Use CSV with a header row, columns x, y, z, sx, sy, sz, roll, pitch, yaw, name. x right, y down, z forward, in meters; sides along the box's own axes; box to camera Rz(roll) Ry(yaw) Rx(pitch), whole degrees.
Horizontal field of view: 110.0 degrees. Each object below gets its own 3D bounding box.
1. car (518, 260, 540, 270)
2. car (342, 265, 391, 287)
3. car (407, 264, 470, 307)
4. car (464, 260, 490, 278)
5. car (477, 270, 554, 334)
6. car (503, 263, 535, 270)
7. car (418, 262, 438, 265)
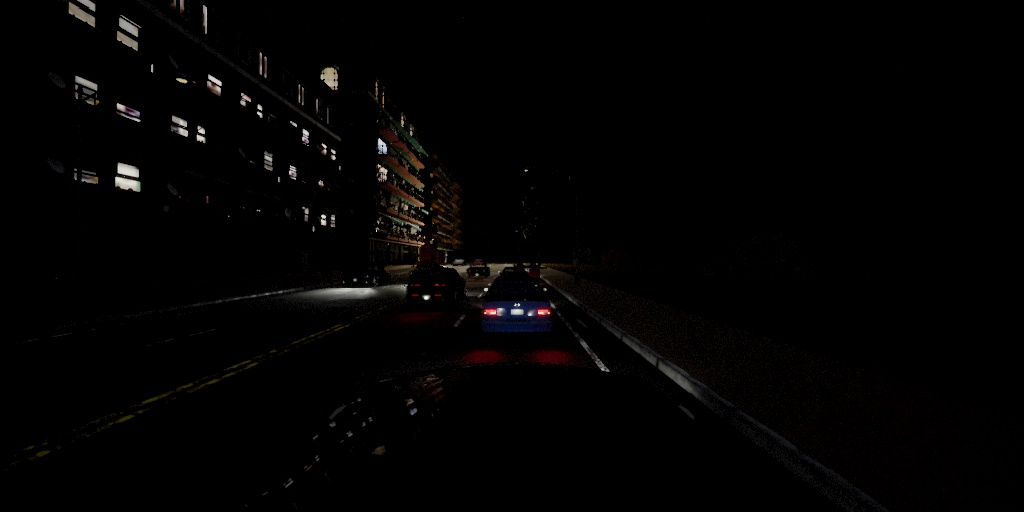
x,y,z,sx,sy,sz,roll,pitch,yaw,name
1.167,1.105,29.802,2.097,1.767,4.553,0,0,0,car
-9.827,1.317,24.431,1.994,1.385,4.181,0,0,0,car
-3.138,1.257,15.569,1.837,1.490,4.892,0,0,0,car
-3.117,1.355,34.323,1.895,1.301,4.718,0,0,0,car
0.110,1.299,10.534,2.033,1.411,5.357,0,0,0,car
0.113,1.317,20.867,1.994,1.385,4.181,0,0,1,car
-6.573,1.231,27.968,1.882,1.535,5.008,0,0,0,car
